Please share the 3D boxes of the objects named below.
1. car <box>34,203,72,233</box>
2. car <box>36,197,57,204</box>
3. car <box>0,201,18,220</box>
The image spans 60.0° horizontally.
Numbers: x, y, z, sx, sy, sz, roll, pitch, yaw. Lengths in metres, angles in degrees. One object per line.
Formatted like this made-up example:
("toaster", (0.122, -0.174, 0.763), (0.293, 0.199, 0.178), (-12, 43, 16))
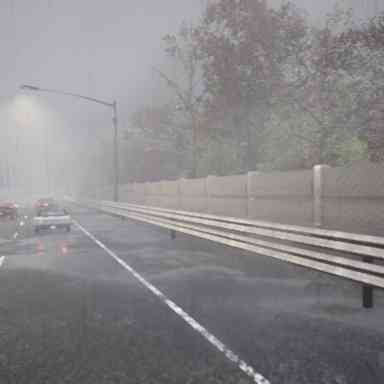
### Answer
("car", (-8.357, 1.599, 19.874), (1.895, 1.301, 4.718), (-1, 0, -24))
("car", (-15.817, 1.369, 36.162), (2.097, 1.767, 4.553), (-1, 0, -24))
("car", (-15.994, 1.538, 28.193), (1.882, 1.535, 5.008), (-1, 0, -25))
